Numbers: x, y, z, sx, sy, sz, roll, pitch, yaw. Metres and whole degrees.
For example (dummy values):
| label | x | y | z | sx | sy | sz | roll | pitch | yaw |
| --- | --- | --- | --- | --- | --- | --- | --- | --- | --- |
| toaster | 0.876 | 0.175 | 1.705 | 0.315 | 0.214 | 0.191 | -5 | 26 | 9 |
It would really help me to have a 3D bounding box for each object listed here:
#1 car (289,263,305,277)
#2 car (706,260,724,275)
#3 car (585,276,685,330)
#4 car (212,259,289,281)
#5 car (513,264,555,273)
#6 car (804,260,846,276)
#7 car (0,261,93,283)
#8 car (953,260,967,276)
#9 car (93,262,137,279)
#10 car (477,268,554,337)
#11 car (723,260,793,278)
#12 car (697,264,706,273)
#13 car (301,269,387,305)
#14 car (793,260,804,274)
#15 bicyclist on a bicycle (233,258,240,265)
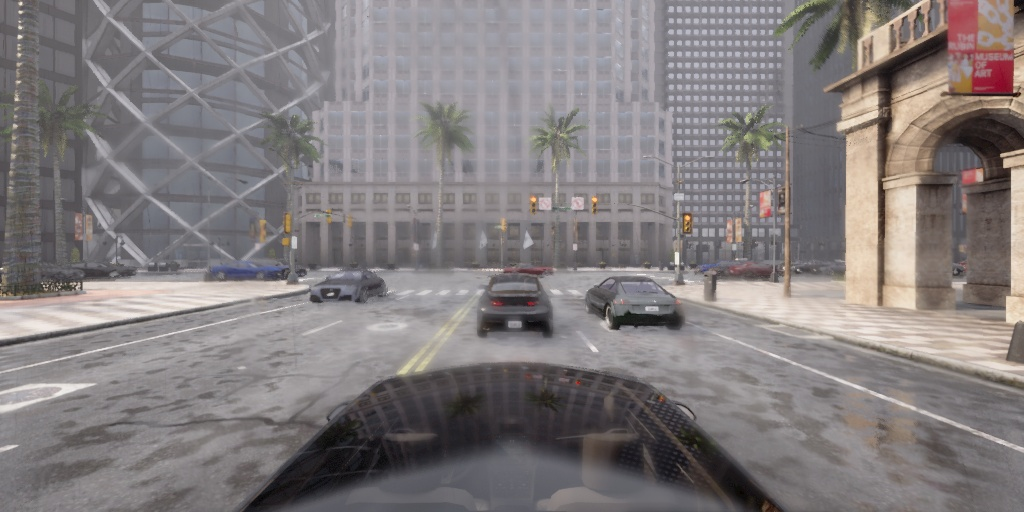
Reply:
| label | x | y | z | sx | sy | sz | roll | pitch | yaw |
| --- | --- | --- | --- | --- | --- | --- | --- | --- | --- |
| car | -21.517 | 1.101 | 33.028 | 4.553 | 1.767 | 2.097 | 0 | 0 | -2 |
| car | 23.188 | 1.227 | 36.759 | 5.008 | 1.535 | 1.882 | 0 | 0 | 0 |
| car | 3.582 | 1.314 | 11.148 | 1.994 | 1.385 | 4.181 | 0 | 0 | 0 |
| car | -21.708 | 1.227 | 29.531 | 5.008 | 1.535 | 1.882 | 0 | 0 | -1 |
| car | 1.580 | 1.351 | 33.125 | 4.718 | 1.301 | 1.895 | 0 | 0 | 0 |
| car | 33.056 | 1.313 | 36.730 | 4.181 | 1.385 | 1.994 | 0 | 0 | 0 |
| car | -36.210 | 1.275 | 27.504 | 4.674 | 1.442 | 1.812 | 0 | 0 | -22 |
| car | 43.022 | 1.241 | 36.681 | 4.902 | 1.511 | 2.128 | 0 | 0 | 0 |
| car | -36.156 | 1.227 | 31.200 | 5.008 | 1.535 | 1.882 | 0 | 0 | -21 |
| car | 0.078 | 1.255 | 10.283 | 1.837 | 1.490 | 4.892 | 0 | 0 | 0 |
| car | 22.605 | 1.275 | 33.048 | 4.674 | 1.442 | 1.812 | 0 | 0 | 0 |
| car | 23.449 | 1.227 | 40.259 | 5.008 | 1.535 | 1.882 | 0 | 0 | 0 |
| car | -7.125 | 1.313 | 16.000 | 1.994 | 1.385 | 4.181 | 0 | 0 | -1 |
| car | 33.022 | 1.240 | 40.228 | 4.902 | 1.511 | 2.128 | 0 | 0 | 0 |
| bicyclist on a bicycle | -35.744 | 1.049 | 46.596 | 0.582 | 1.620 | 1.656 | 0 | 0 | -12 |
